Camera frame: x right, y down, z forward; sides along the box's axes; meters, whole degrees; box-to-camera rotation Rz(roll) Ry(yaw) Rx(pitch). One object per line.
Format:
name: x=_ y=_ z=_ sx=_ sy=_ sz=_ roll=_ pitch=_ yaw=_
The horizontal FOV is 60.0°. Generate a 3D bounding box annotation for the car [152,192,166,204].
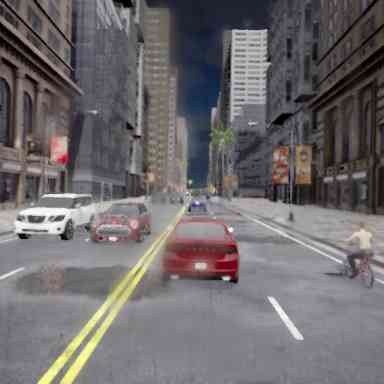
car: x=-5.695 y=0.992 z=57.987 sx=2.150 sy=2.045 sz=5.566 roll=1 pitch=0 yaw=1

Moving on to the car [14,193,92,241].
car: x=-6.364 y=1.085 z=16.325 sx=2.150 sy=2.045 sz=5.566 roll=1 pitch=0 yaw=1

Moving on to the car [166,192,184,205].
car: x=-2.497 y=1.067 z=55.482 sx=2.150 sy=2.045 sz=5.566 roll=1 pitch=0 yaw=1

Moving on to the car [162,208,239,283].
car: x=0.234 y=1.488 z=9.838 sx=1.882 sy=1.535 sz=5.008 roll=1 pitch=0 yaw=1

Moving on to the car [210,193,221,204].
car: x=4.219 y=1.498 z=61.312 sx=1.812 sy=1.442 sz=4.674 roll=1 pitch=0 yaw=1

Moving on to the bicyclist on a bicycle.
bicyclist on a bicycle: x=4.279 y=1.535 z=8.562 sx=0.866 sy=1.612 sz=1.509 roll=1 pitch=0 yaw=0

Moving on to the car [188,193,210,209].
car: x=0.665 y=1.322 z=39.754 sx=2.097 sy=1.767 sz=4.553 roll=1 pitch=0 yaw=1

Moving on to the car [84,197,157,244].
car: x=-3.127 y=1.286 z=15.568 sx=2.097 sy=1.767 sz=4.553 roll=1 pitch=0 yaw=1
